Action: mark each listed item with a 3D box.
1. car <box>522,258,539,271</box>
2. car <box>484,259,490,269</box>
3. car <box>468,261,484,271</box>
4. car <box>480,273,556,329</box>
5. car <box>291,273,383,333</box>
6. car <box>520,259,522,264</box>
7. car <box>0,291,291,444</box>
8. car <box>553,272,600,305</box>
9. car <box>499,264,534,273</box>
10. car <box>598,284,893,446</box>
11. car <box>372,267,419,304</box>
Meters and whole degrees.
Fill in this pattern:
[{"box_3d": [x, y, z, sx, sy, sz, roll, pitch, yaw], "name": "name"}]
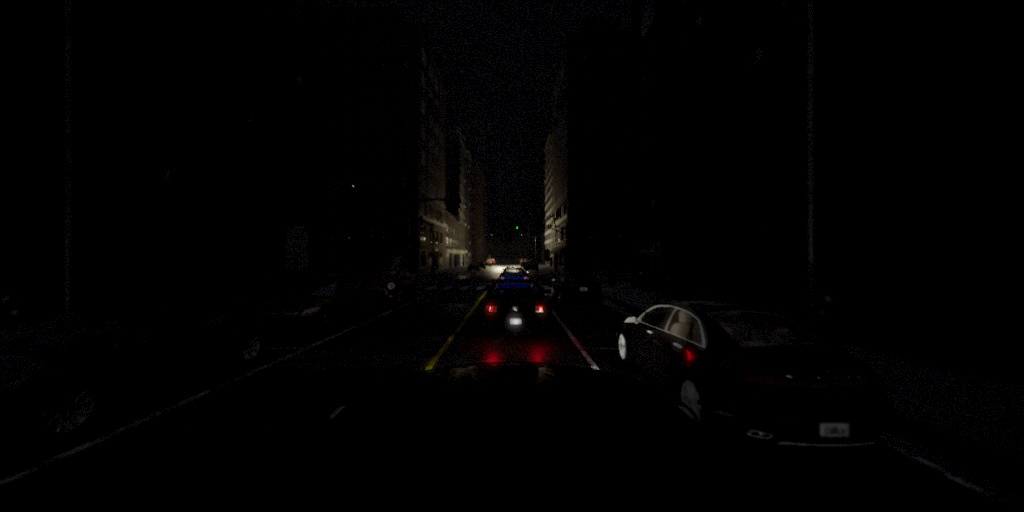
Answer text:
[{"box_3d": [2.924, 1.420, 53.446, 1.967, 1.591, 4.097, 0, 0, 0], "name": "car"}, {"box_3d": [-5.574, 1.591, 64.281, 2.007, 1.370, 4.403, 0, 0, 0], "name": "car"}, {"box_3d": [-5.602, 1.562, 53.465, 1.802, 1.307, 4.207, 0, 0, 0], "name": "car"}, {"box_3d": [0.102, 1.387, 11.357, 1.895, 1.301, 4.718, 0, 0, 0], "name": "car"}, {"box_3d": [-5.663, 1.366, 10.862, 1.802, 1.307, 4.207, 0, 0, 0], "name": "car"}, {"box_3d": [2.951, 1.591, 64.263, 2.007, 1.370, 4.403, 0, 0, 0], "name": "car"}, {"box_3d": [-5.666, 1.329, 5.360, 1.948, 1.339, 4.313, 0, 0, 0], "name": "car"}, {"box_3d": [2.866, 1.372, 16.357, 1.948, 1.339, 4.313, 0, 0, 0], "name": "car"}, {"box_3d": [0.114, 1.393, 22.237, 1.994, 1.385, 4.181, 0, 0, 0], "name": "car"}, {"box_3d": [2.859, 1.314, 5.355, 2.007, 1.370, 4.403, 0, 0, 0], "name": "car"}, {"box_3d": [-5.660, 1.245, 16.363, 1.967, 1.591, 4.097, 0, 0, 0], "name": "car"}]
